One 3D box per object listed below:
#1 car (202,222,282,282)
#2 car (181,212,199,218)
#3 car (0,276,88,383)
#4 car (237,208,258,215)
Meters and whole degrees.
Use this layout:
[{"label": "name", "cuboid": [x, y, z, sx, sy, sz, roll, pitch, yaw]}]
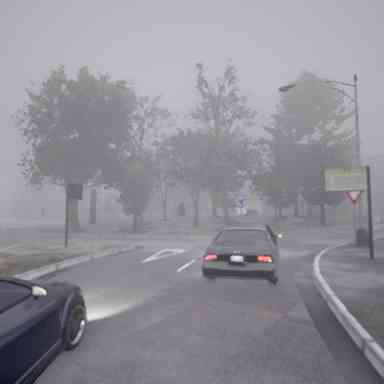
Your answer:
[{"label": "car", "cuboid": [1.644, 1.611, 9.884, 2.033, 1.411, 5.357, -1, -2, 15]}, {"label": "car", "cuboid": [-1.265, 6.806, 95.220, 4.892, 1.521, 2.231, 0, -5, -9]}, {"label": "car", "cuboid": [-2.713, 1.581, 3.657, 1.994, 1.385, 4.181, 0, 0, 3]}, {"label": "car", "cuboid": [11.370, 4.153, 68.714, 1.837, 1.490, 4.892, 3, -6, -35]}]
